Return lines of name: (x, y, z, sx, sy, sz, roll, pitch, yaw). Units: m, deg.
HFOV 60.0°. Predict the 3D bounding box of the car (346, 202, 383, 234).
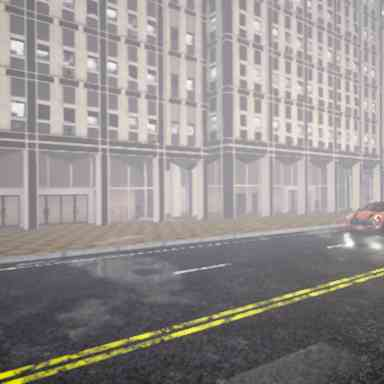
car: (11.008, 1.365, 19.445, 4.553, 1.767, 2.097, 0, 0, -35)
